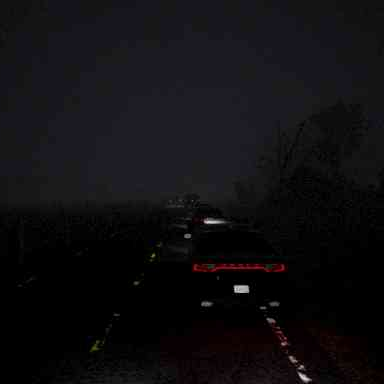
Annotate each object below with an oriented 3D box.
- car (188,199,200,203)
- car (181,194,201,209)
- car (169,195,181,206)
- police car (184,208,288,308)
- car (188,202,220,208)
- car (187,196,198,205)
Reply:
[{"bbox_3d":[0.844,1.511,24.055,1.837,1.490,4.892,0,0,0],"label":"car"},{"bbox_3d":[0.073,1.251,45.948,2.150,2.045,5.566,0,0,1],"label":"car"},{"bbox_3d":[-2.708,1.399,56.214,2.097,1.767,4.553,0,0,0],"label":"car"},{"bbox_3d":[0.832,1.426,8.165,1.930,1.638,5.238,0,0,0],"label":"police car"},{"bbox_3d":[0.839,1.509,18.055,1.837,1.490,4.892,0,0,0],"label":"car"},{"bbox_3d":[0.046,1.534,60.562,1.882,1.535,5.008,0,0,0],"label":"car"}]
